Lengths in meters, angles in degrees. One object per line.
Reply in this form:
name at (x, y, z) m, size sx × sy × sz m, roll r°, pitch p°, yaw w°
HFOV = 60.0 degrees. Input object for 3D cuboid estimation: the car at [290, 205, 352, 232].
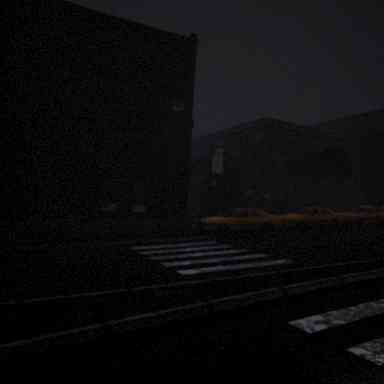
car at (7.488, 1.610, 21.302) m, size 5.366 × 1.575 × 1.946 m, roll 1°, pitch 0°, yaw -29°

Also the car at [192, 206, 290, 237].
car at (2.636, 1.562, 18.662) m, size 5.366 × 1.575 × 1.946 m, roll 1°, pitch 0°, yaw -28°

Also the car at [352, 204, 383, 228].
car at (12.336, 1.662, 23.951) m, size 5.366 × 1.575 × 1.946 m, roll 1°, pitch 0°, yaw -29°
